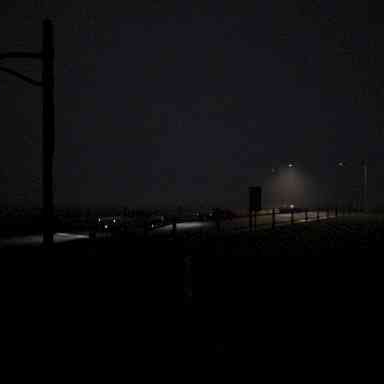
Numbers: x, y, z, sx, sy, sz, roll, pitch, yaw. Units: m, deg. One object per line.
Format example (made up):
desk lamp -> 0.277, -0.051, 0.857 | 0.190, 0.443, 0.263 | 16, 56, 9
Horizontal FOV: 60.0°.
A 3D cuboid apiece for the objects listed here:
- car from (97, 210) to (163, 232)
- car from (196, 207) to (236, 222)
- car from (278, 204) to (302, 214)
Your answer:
car -> -4.190, 1.948, 23.016 | 1.895, 1.301, 4.718 | 0, -1, 36
car -> 2.365, 2.162, 32.021 | 1.895, 1.301, 4.718 | 0, -1, 36
car -> 14.276, 2.503, 48.260 | 2.033, 1.411, 5.357 | 0, -1, 37
